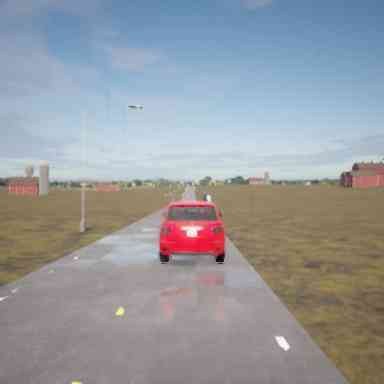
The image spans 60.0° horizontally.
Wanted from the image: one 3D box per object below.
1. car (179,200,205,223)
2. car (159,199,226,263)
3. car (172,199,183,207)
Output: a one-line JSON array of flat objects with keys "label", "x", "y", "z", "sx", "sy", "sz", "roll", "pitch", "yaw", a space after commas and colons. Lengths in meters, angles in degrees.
[{"label": "car", "x": 0.021, "y": 1.594, "z": 28.408, "sx": 2.097, "sy": 1.767, "sz": 4.553, "roll": 0, "pitch": -1, "yaw": 0}, {"label": "car", "x": 0.010, "y": 1.333, "z": 12.589, "sx": 2.150, "sy": 2.045, "sz": 5.566, "roll": 0, "pitch": 0, "yaw": 0}, {"label": "car", "x": -2.772, "y": 2.111, "z": 64.581, "sx": 1.994, "sy": 1.385, "sz": 4.181, "roll": 0, "pitch": 0, "yaw": 1}]
